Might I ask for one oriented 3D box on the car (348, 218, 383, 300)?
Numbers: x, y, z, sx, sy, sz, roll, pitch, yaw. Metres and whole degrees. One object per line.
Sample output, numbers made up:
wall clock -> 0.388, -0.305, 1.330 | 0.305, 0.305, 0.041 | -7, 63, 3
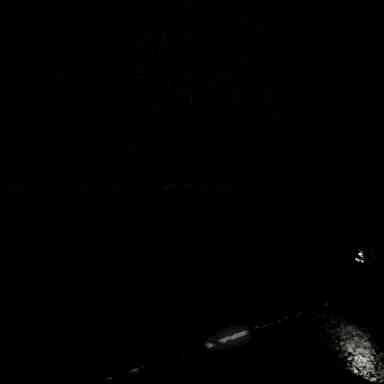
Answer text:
car -> 5.653, 1.157, 7.119 | 5.566, 2.045, 2.150 | 0, 0, -36
